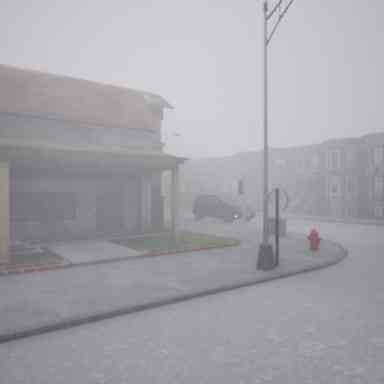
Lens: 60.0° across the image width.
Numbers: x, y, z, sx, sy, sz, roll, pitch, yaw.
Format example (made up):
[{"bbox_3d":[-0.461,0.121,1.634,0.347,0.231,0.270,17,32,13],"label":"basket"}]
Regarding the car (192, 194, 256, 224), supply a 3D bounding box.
[{"bbox_3d":[2.259,1.203,25.103,2.150,2.045,5.566,0,0,-35],"label":"car"}]
